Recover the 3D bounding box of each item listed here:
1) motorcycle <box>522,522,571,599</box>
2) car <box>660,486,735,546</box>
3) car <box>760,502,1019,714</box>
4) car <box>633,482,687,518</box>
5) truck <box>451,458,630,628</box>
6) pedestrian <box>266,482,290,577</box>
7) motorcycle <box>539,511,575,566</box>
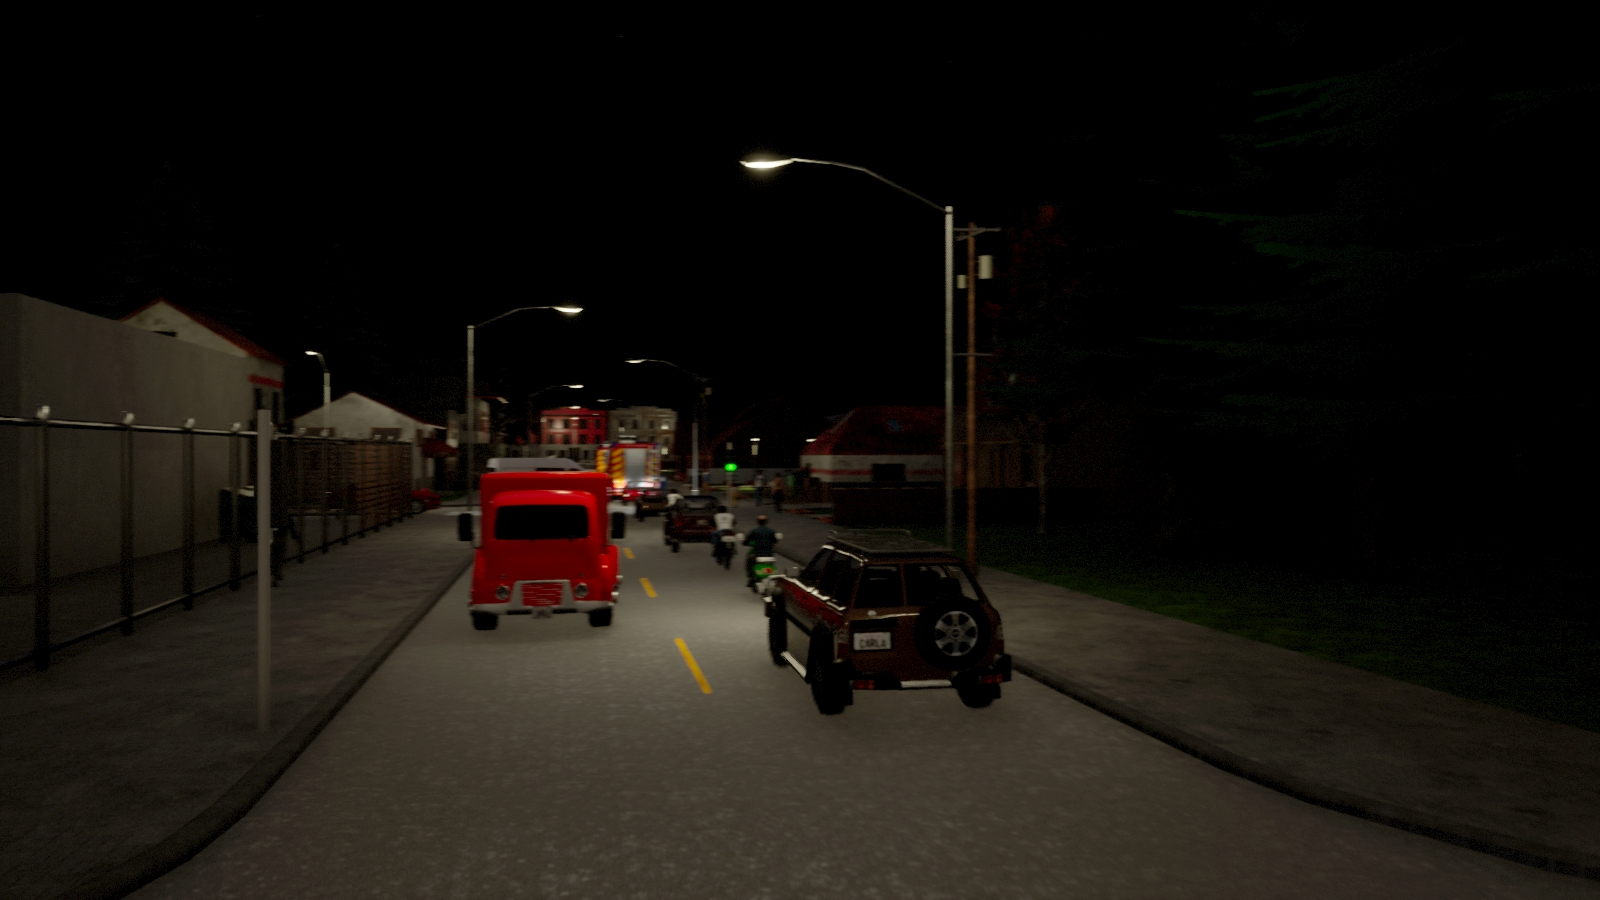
[{"bbox_3d":[-4.666,2.012,21.135,0.856,1.236,1.805,0,0,-11],"label":"motorcycle"},{"bbox_3d":[-3.056,1.882,33.493,1.789,1.549,3.705,0,0,-11],"label":"car"},{"bbox_3d":[0.838,1.675,13.719,1.932,1.855,4.605,0,0,-11],"label":"car"},{"bbox_3d":[-5.889,2.042,47.724,1.895,1.301,4.718,0,0,-11],"label":"car"},{"bbox_3d":[-4.368,1.394,19.675,2.627,2.467,5.204,0,0,-11],"label":"truck"},{"bbox_3d":[-10.390,1.582,22.747,0.375,1.860,0.375,0,0,-12],"label":"pedestrian"},{"bbox_3d":[-5.697,2.055,26.851,0.803,1.145,2.033,0,0,-11],"label":"motorcycle"}]
